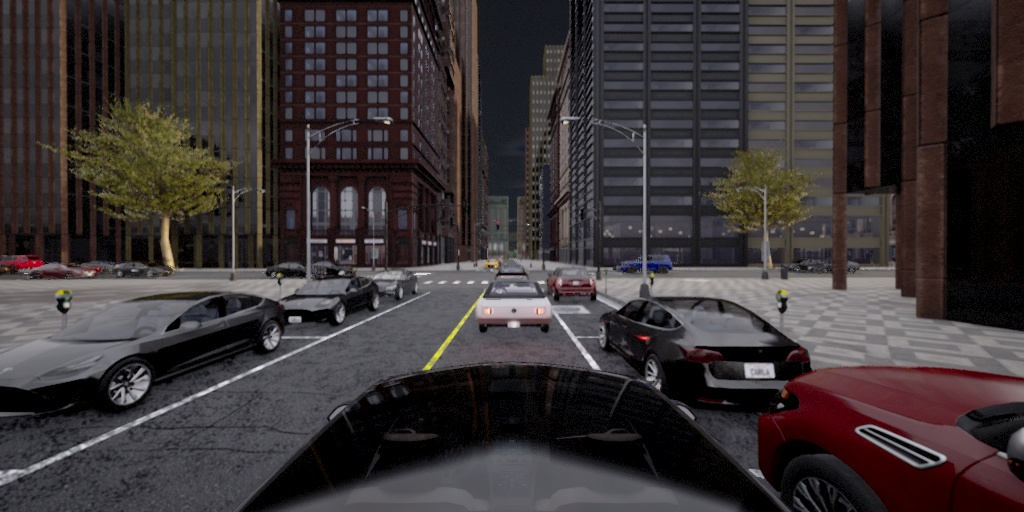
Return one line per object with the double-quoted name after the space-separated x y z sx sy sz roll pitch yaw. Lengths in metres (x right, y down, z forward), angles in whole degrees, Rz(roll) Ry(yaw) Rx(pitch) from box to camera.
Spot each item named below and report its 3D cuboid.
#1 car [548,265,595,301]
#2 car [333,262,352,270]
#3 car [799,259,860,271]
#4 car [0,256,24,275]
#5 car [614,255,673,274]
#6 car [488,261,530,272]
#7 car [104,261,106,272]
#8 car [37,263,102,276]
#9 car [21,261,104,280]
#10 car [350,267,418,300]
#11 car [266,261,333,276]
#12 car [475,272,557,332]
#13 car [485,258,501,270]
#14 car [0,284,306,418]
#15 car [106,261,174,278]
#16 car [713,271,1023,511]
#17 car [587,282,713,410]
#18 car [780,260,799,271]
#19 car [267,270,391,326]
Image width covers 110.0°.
2.759 1.183 17.348 1.967 1.591 4.097 0 0 0 "car"
-17.972 1.267 35.427 5.008 1.535 1.882 0 0 0 "car"
34.845 1.138 39.001 4.902 1.511 2.128 0 0 0 "car"
-52.239 1.041 35.439 4.892 1.490 1.837 0 0 0 "car"
14.472 0.911 38.957 5.566 2.045 2.150 0 0 0 "car"
-0.004 1.234 19.988 2.128 1.511 4.902 0 0 0 "car"
-48.612 1.333 41.984 4.902 1.511 2.128 0 0 1 "car"
-47.764 1.457 38.752 4.718 1.301 1.895 0 0 0 "car"
-40.175 1.395 32.137 4.674 1.442 1.812 0 0 0 "car"
-5.766 1.294 17.343 2.007 1.370 4.403 0 0 0 "car"
-19.265 1.288 32.173 5.008 1.535 1.882 0 0 0 "car"
0.063 1.347 10.779 1.895 1.301 4.718 0 0 0 "car"
-3.070 1.223 54.152 1.882 1.535 5.008 0 0 0 "car"
-5.762 1.313 6.070 1.948 1.339 4.313 0 0 0 "car"
-36.354 1.345 35.388 4.892 1.490 1.837 0 0 0 "car"
2.765 1.065 0.439 2.192 1.841 5.009 0 0 0 "car"
2.763 1.313 6.076 1.948 1.339 4.313 0 0 0 "car"
34.389 1.134 42.250 4.892 1.490 1.837 0 0 0 "car"
-5.764 1.311 11.707 1.948 1.339 4.313 0 0 0 "car"
